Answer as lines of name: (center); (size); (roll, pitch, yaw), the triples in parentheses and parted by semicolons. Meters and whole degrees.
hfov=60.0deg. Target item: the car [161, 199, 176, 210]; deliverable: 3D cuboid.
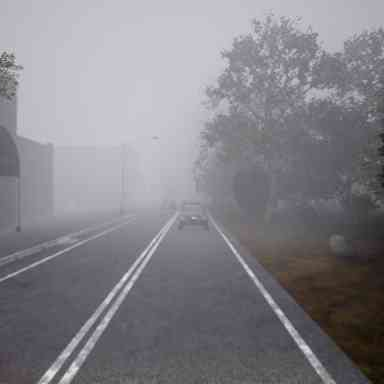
car: (-3.134, 1.677, 45.638); (2.128, 1.511, 4.902); (0, 0, 1)

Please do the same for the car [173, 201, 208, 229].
car: (0.095, 1.571, 21.787); (2.033, 1.411, 5.357); (0, 0, 0)
